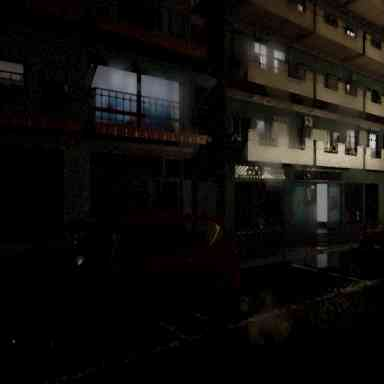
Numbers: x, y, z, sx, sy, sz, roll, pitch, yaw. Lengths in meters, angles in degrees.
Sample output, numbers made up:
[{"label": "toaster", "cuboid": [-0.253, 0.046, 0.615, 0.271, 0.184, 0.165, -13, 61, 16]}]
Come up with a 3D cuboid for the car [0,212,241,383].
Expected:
[{"label": "car", "cuboid": [-1.396, 1.314, 5.561, 5.009, 1.841, 2.192, 0, 0, -35]}]

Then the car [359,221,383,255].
[{"label": "car", "cuboid": [7.845, 1.544, 12.105, 4.507, 1.381, 1.887, 0, 0, -35]}]
